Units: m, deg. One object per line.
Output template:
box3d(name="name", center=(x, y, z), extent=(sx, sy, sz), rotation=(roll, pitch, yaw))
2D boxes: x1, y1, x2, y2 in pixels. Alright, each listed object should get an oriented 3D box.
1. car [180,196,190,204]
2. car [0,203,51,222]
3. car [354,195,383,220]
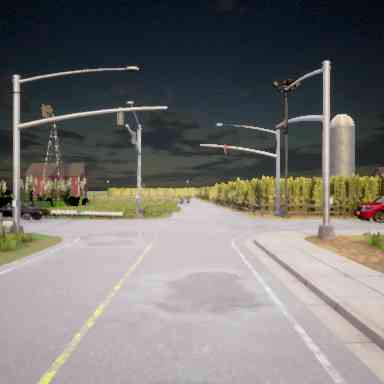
box3d(name="car", center=(-1.313, 1.561, 62.137), extent=(2.128, 1.511, 4.902), rotation=(0, 0, -3))
box3d(name="car", center=(-13.271, 1.428, 24.925), extent=(4.718, 1.301, 1.895), rotation=(3, 0, 2))
box3d(name="car", center=(15.217, 1.161, 25.065), extent=(5.566, 2.045, 2.150), rotation=(-1, 0, -3))
